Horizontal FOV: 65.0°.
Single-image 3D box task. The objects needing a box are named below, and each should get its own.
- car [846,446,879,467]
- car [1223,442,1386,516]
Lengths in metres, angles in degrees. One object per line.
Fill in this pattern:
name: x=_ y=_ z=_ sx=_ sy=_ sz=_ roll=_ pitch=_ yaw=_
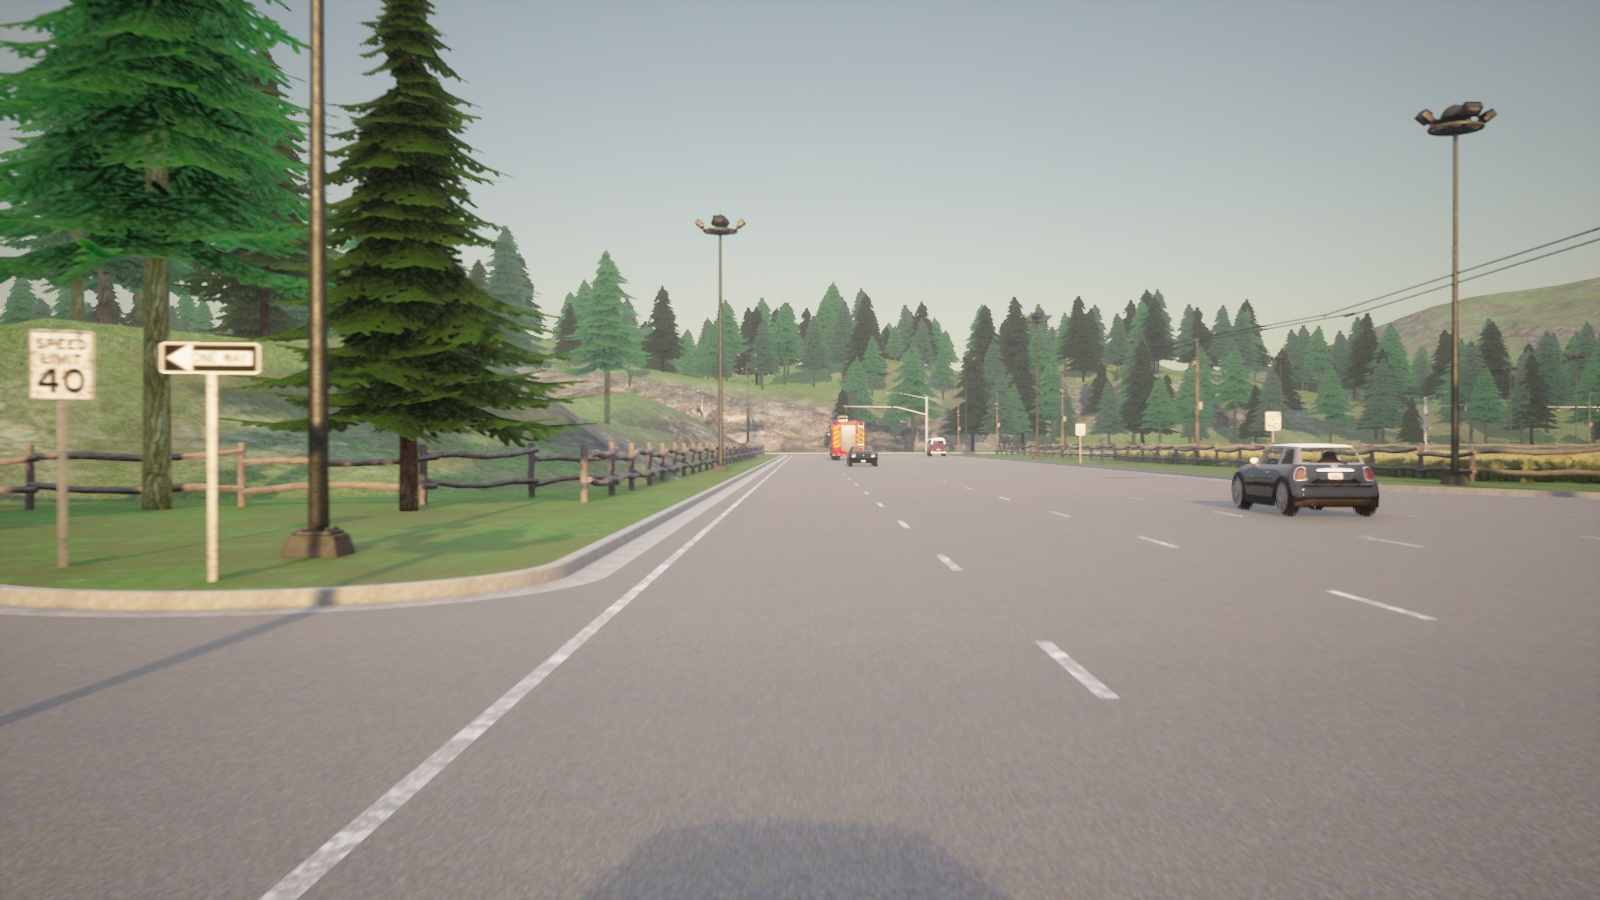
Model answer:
car: x=3.971 y=0.399 z=80.334 sx=1.895 sy=1.301 sz=4.718 roll=0 pitch=0 yaw=0
car: x=10.668 y=0.570 z=26.858 sx=1.970 sy=1.475 sz=3.806 roll=0 pitch=0 yaw=0
